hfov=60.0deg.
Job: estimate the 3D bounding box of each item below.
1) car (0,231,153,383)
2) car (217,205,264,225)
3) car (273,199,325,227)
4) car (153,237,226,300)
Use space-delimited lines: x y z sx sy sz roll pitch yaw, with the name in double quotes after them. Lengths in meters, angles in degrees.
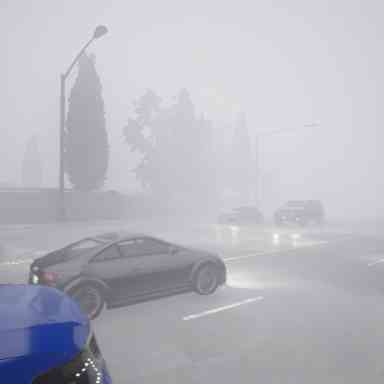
-3.179 1.225 1.526 5.566 2.045 2.150 -1 0 -34 "car"
3.969 1.789 26.246 1.812 1.442 4.674 0 -2 43 "car"
8.443 1.575 25.887 2.150 2.045 5.566 0 -2 42 "car"
-1.251 1.568 7.263 4.181 1.385 1.994 0 0 -37 "car"
